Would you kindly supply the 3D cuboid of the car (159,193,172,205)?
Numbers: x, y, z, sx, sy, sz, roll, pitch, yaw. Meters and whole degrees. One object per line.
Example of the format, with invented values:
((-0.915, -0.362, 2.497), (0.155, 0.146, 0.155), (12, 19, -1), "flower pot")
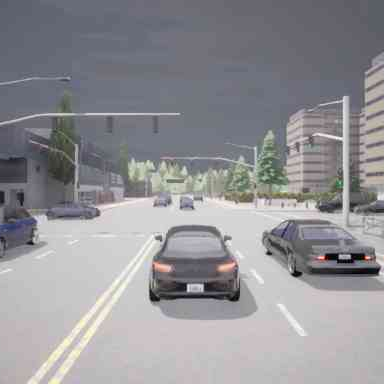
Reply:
((-5.018, 1.221, 59.812), (2.150, 2.045, 5.566), (0, 0, -1), "car")

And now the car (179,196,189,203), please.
((-1.718, 1.558, 72.166), (1.994, 1.385, 4.181), (0, 0, -1), "car")

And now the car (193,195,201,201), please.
((1.305, 1.500, 88.787), (1.837, 1.490, 4.892), (0, 0, -1), "car")

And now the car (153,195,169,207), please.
((-4.781, 1.526, 50.385), (1.812, 1.442, 4.674), (0, 0, -2), "car")

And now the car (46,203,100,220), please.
((-9.720, 1.564, 27.352), (4.181, 1.385, 1.994), (0, 0, -2), "car")

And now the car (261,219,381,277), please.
((3.533, 1.547, 10.216), (2.033, 1.411, 5.357), (0, 0, 0), "car")

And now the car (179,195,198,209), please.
((-0.788, 1.547, 44.897), (2.033, 1.411, 5.357), (0, 0, -4), "car")

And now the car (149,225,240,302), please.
((0.036, 1.526, 8.159), (1.812, 1.442, 4.674), (0, 0, -1), "car")

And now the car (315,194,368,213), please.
((16.285, 1.222, 35.943), (5.566, 2.045, 2.150), (0, 0, -2), "car")

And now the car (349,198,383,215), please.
((18.221, 1.526, 32.475), (4.674, 1.442, 1.812), (0, 0, -2), "car")

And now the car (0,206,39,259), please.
((-7.459, 1.352, 12.273), (2.097, 1.767, 4.553), (0, 0, -5), "car")

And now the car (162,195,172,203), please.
((-5.217, 1.500, 70.172), (1.837, 1.490, 4.892), (0, 0, -1), "car")

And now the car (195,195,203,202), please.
((1.567, 1.478, 78.649), (1.882, 1.535, 5.008), (0, 0, -1), "car")
